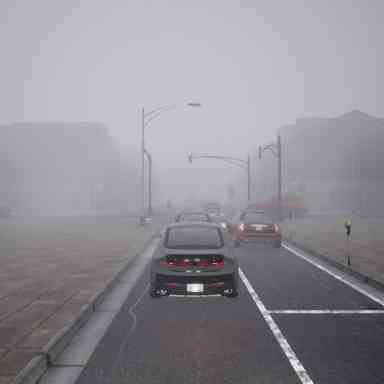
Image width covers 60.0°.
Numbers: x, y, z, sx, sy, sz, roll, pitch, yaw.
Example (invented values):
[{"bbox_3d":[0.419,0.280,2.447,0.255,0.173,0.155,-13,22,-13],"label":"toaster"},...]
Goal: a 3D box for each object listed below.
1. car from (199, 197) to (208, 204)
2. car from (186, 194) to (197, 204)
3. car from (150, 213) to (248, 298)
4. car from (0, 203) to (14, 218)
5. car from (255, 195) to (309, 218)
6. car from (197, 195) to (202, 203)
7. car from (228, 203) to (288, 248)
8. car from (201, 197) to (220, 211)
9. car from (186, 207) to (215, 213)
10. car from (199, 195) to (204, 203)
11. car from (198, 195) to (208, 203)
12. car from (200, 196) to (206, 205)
[{"bbox_3d":[2.501,1.892,74.492,1.752,1.417,4.829,1,-1,0],"label":"car"},{"bbox_3d":[-0.149,1.558,71.827,2.150,2.045,5.566,0,-1,0],"label":"car"},{"bbox_3d":[0.022,1.512,8.523,1.837,1.490,4.892,0,0,-1],"label":"car"},{"bbox_3d":[-18.675,1.664,29.949,4.892,1.490,1.837,0,-2,0],"label":"car"},{"bbox_3d":[7.698,1.304,30.203,5.566,2.045,2.150,0,-2,5],"label":"car"},{"bbox_3d":[2.523,1.830,63.447,1.947,1.339,4.313,1,-1,0],"label":"car"},{"bbox_3d":[2.630,1.457,14.952,1.967,1.590,4.097,2,0,0],"label":"car"},{"bbox_3d":[2.569,1.673,41.698,1.947,1.339,4.313,1,0,0],"label":"car"},{"bbox_3d":[0.060,1.619,16.032,1.895,1.301,4.718,0,0,0],"label":"car"},{"bbox_3d":[2.547,1.703,52.742,1.752,1.417,4.829,1,0,0],"label":"car"},{"bbox_3d":[2.494,1.735,79.763,2.192,1.841,5.009,1,-1,0],"label":"car"},{"bbox_3d":[2.557,1.705,47.135,1.947,1.339,4.313,1,0,0],"label":"car"}]
